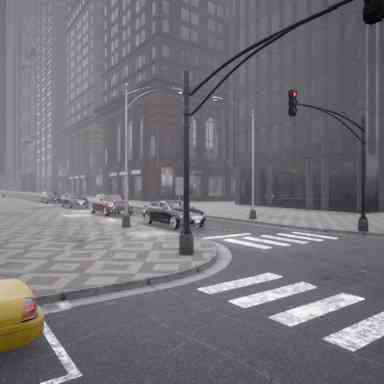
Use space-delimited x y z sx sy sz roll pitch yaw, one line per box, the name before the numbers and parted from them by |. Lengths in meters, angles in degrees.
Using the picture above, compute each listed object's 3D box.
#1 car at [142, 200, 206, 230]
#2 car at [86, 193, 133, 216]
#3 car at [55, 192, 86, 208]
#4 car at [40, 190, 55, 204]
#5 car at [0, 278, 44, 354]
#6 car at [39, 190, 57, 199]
car | -1.133 1.205 19.202 2.128 1.511 4.902 0 1 -36
car | -6.467 0.895 26.620 2.097 1.767 4.553 0 1 -35
car | -12.351 0.853 34.807 2.128 1.511 4.902 0 1 -36
car | -18.364 0.688 43.225 1.837 1.490 4.892 0 1 -35
car | -4.282 1.525 3.597 4.829 1.417 1.752 0 0 -35
car | -25.113 0.427 58.011 1.837 1.490 4.892 0 0 -36
